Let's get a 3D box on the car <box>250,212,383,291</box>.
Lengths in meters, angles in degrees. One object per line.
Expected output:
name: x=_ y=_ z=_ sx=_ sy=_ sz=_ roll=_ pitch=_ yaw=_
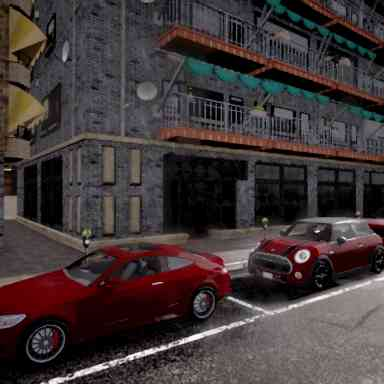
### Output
car: x=3.407 y=1.442 z=9.004 sx=4.097 sy=1.590 sz=1.967 roll=0 pitch=0 yaw=-36

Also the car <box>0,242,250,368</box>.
car: x=-1.196 y=1.582 z=5.706 sx=4.206 sy=1.307 sz=1.802 roll=0 pitch=0 yaw=-36

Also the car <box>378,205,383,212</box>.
car: x=8.012 y=1.320 z=12.303 sx=5.009 sy=1.841 sz=2.192 roll=0 pitch=0 yaw=-36
